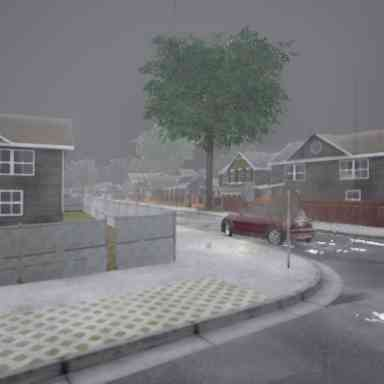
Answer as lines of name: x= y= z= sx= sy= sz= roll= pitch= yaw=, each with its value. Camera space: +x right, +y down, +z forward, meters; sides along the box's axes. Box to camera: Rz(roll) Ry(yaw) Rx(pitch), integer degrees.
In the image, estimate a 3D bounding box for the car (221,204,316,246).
car: x=3.389 y=1.349 z=15.647 sx=2.097 sy=1.767 sz=4.553 roll=2 pitch=-1 yaw=-33
